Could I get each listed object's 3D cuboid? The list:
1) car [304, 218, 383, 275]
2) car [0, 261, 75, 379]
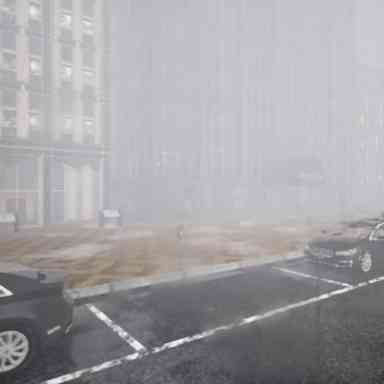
[{"bbox_3d":[5.283,1.534,10.337,4.403,1.369,2.008,0,0,-36],"label":"car"},{"bbox_3d":[-3.706,1.552,3.919,4.403,1.369,2.008,0,0,-36],"label":"car"}]
